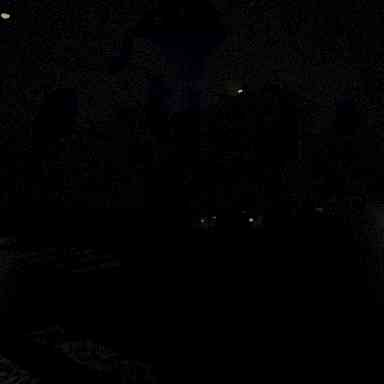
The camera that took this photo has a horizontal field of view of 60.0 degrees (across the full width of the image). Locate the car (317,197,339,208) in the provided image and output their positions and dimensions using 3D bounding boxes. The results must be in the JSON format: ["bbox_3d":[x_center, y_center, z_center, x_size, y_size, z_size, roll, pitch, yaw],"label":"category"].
[{"bbox_3d":[17.559,1.374,42.933,1.994,1.385,4.181,0,0,37],"label":"car"}]

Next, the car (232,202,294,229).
[{"bbox_3d":[4.723,1.333,20.473,2.128,1.511,4.902,0,0,36],"label":"car"}]

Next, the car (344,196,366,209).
[{"bbox_3d":[20.881,1.296,42.596,1.882,1.535,5.008,0,0,36],"label":"car"}]

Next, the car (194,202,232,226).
[{"bbox_3d":[2.250,1.386,22.093,2.033,1.411,5.357,0,0,36],"label":"car"}]
